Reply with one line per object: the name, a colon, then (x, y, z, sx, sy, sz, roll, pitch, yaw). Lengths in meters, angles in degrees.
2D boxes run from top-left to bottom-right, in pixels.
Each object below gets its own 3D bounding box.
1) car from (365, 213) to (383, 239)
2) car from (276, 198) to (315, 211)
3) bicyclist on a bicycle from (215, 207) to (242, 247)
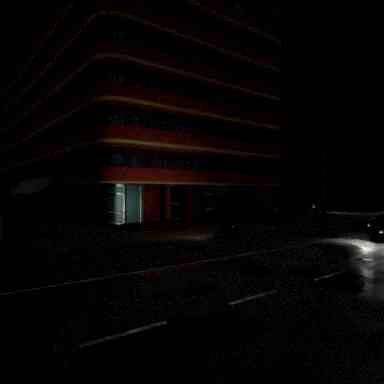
car: (10.342, 1.525, 16.351, 4.674, 1.442, 1.812, 0, 0, -38)
car: (12.499, 1.490, 40.019, 2.128, 1.511, 4.902, 0, 0, -38)
bicyclist on a bicycle: (1.496, 1.455, 13.916, 0.582, 1.620, 1.656, 0, -2, -38)
